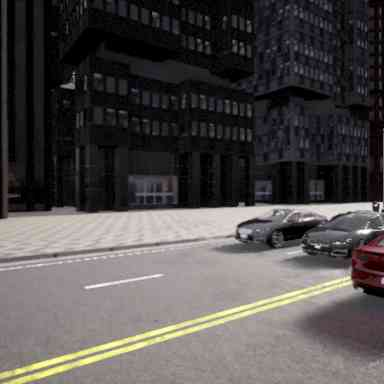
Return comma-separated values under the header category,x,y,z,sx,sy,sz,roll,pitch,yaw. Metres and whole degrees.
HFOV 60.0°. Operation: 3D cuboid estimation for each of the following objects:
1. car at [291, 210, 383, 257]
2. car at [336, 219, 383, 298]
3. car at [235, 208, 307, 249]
category,x,y,z,sx,sy,sz,roll,pitch,yaw
car,5.946,1.476,11.918,4.892,1.490,1.837,0,0,-35
car,5.542,1.456,7.395,5.008,1.535,1.882,0,0,-35
car,4.038,1.463,14.549,4.902,1.511,2.128,0,0,-35
